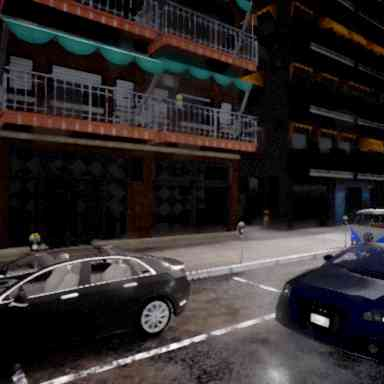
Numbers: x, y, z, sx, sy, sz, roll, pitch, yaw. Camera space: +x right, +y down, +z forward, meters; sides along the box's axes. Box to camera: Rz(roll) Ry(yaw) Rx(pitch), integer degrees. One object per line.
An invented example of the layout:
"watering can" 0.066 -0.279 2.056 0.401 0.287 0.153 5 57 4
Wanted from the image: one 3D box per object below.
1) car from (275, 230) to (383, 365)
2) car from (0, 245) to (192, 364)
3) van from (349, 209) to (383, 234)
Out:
"car" 3.409 1.629 5.812 4.181 1.385 1.994 1 0 -36
"car" -2.046 1.564 5.099 4.403 1.369 2.008 1 0 -35
"van" 7.178 1.477 11.678 3.998 1.788 1.690 1 0 -35
